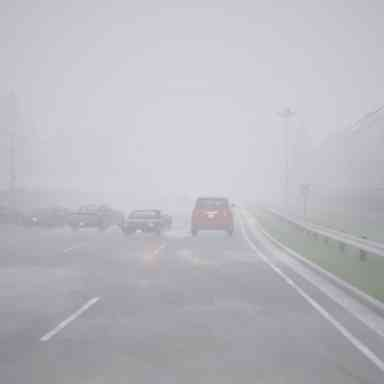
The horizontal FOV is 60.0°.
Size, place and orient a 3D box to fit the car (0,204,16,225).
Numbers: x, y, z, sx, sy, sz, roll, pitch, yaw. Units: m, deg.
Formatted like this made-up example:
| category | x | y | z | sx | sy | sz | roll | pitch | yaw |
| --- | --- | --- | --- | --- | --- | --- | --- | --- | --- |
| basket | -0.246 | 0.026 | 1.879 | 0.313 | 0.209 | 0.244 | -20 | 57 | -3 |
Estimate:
| category | x | y | z | sx | sy | sz | roll | pitch | yaw |
| --- | --- | --- | --- | --- | --- | --- | --- | --- | --- |
| car | -12.576 | 1.507 | 21.082 | 1.837 | 1.490 | 4.892 | 0 | 0 | 7 |

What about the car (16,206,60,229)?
| category | x | y | z | sx | sy | sz | roll | pitch | yaw |
| --- | --- | --- | --- | --- | --- | --- | --- | --- | --- |
| car | -8.996 | 1.573 | 21.534 | 1.994 | 1.385 | 4.181 | 0 | 0 | 7 |

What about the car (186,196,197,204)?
| category | x | y | z | sx | sy | sz | roll | pitch | yaw |
| --- | --- | --- | --- | --- | --- | --- | --- | --- | --- |
| car | -0.040 | 1.597 | 67.756 | 1.812 | 1.442 | 4.674 | 0 | 0 | 7 |

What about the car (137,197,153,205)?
| category | x | y | z | sx | sy | sz | roll | pitch | yaw |
| --- | --- | --- | --- | --- | --- | --- | --- | --- | --- |
| car | -8.229 | 1.527 | 58.242 | 1.882 | 1.535 | 5.008 | 0 | 0 | 7 |

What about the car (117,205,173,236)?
| category | x | y | z | sx | sy | sz | roll | pitch | yaw |
| --- | --- | --- | --- | --- | --- | --- | --- | --- | --- |
| car | -2.321 | 1.617 | 18.407 | 1.895 | 1.301 | 4.718 | 0 | 0 | 7 |

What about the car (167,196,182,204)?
| category | x | y | z | sx | sy | sz | roll | pitch | yaw |
| --- | --- | --- | --- | --- | --- | --- | --- | --- | --- |
| car | -3.515 | 1.541 | 68.172 | 2.128 | 1.511 | 4.902 | 0 | 0 | 7 |

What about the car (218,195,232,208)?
| category | x | y | z | sx | sy | sz | roll | pitch | yaw |
| --- | --- | --- | --- | --- | --- | --- | --- | --- | --- |
| car | 5.113 | 1.416 | 51.057 | 2.097 | 1.767 | 4.553 | 0 | 0 | 7 |

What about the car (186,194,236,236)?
| category | x | y | z | sx | sy | sz | roll | pitch | yaw |
| --- | --- | --- | --- | --- | --- | --- | --- | --- | --- |
| car | 1.245 | 1.245 | 18.742 | 2.150 | 2.045 | 5.566 | 0 | 0 | 7 |

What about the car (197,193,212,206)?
| category | x | y | z | sx | sy | sz | roll | pitch | yaw |
| --- | --- | --- | --- | --- | --- | --- | --- | --- | --- |
| car | 2.201 | 1.287 | 57.024 | 2.150 | 2.045 | 5.566 | 0 | 0 | 7 |

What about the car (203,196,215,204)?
| category | x | y | z | sx | sy | sz | roll | pitch | yaw |
| --- | --- | --- | --- | --- | --- | --- | --- | --- | --- |
| car | 3.435 | 1.568 | 67.340 | 2.128 | 1.511 | 4.902 | 0 | 0 | 7 |

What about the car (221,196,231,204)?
| category | x | y | z | sx | sy | sz | roll | pitch | yaw |
| --- | --- | --- | --- | --- | --- | --- | --- | --- | --- |
| car | 6.912 | 1.631 | 66.941 | 2.033 | 1.411 | 5.357 | 0 | 0 | 7 |

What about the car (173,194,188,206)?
| category | x | y | z | sx | sy | sz | roll | pitch | yaw |
| --- | --- | --- | --- | --- | --- | --- | --- | --- | --- |
| car | -1.274 | 1.281 | 57.440 | 2.150 | 2.045 | 5.566 | 0 | 0 | 7 |

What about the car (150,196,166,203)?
| category | x | y | z | sx | sy | sz | roll | pitch | yaw |
| --- | --- | --- | --- | --- | --- | --- | --- | --- | --- |
| car | -6.990 | 1.488 | 68.588 | 2.033 | 1.411 | 5.357 | 0 | 0 | 7 |

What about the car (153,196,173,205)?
| category | x | y | z | sx | sy | sz | roll | pitch | yaw |
| --- | --- | --- | --- | --- | --- | --- | --- | --- | --- |
| car | -4.754 | 1.546 | 57.826 | 2.128 | 1.511 | 4.902 | 0 | 0 | 7 |

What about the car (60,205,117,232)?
| category | x | y | z | sx | sy | sz | roll | pitch | yaw |
| --- | --- | --- | --- | --- | --- | --- | --- | --- | --- |
| car | -5.628 | 1.505 | 20.228 | 2.128 | 1.511 | 4.902 | 0 | 0 | 7 |
